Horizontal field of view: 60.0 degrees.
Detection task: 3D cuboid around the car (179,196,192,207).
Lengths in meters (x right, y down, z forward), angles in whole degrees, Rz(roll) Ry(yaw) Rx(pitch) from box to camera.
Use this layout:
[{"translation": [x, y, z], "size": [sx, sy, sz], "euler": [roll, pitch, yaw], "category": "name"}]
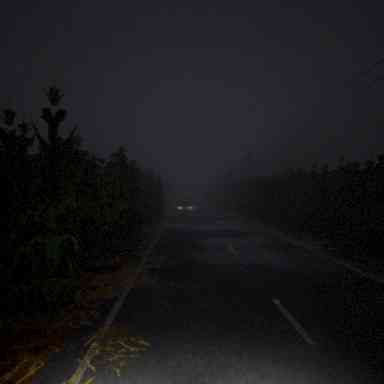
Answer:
[{"translation": [-1.057, 1.448, 52.400], "size": [1.882, 1.535, 5.008], "euler": [1, 0, -1], "category": "car"}]
